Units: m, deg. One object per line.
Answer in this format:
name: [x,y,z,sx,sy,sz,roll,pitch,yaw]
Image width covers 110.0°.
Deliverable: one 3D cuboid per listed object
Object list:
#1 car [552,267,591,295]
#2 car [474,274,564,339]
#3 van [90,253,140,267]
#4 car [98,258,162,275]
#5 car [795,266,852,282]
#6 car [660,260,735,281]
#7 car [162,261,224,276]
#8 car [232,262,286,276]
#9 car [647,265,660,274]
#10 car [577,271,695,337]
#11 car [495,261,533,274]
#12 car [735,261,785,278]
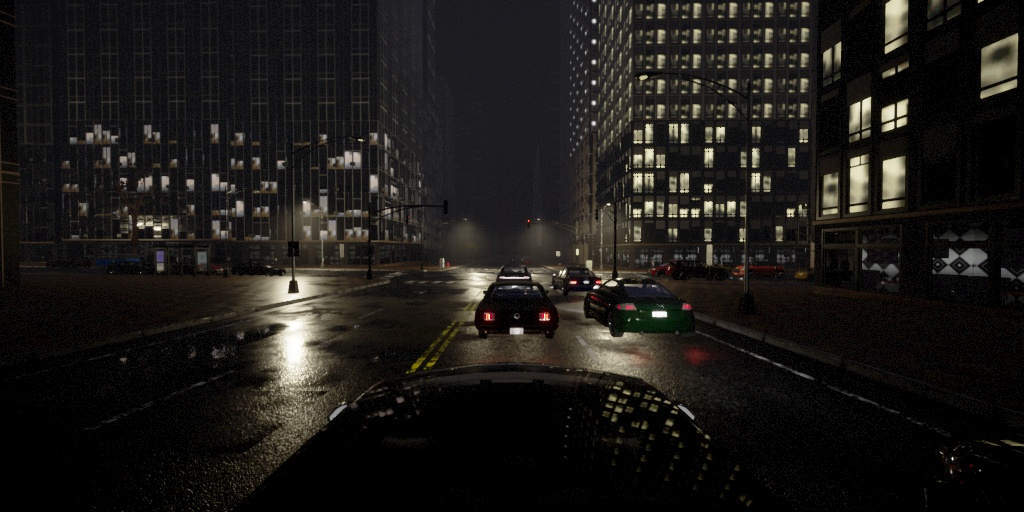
car: [3.402,1.288,19.487,2.033,1.411,5.357,0,0,-3]
car: [0.107,1.347,10.030,1.895,1.301,4.718,0,0,0]
van: [-45.248,0.604,41.187,3.998,1.789,1.690,0,0,1]
car: [-34.066,1.069,32.514,4.313,1.339,1.948,0,0,1]
car: [27.671,1.578,31.416,4.829,1.417,1.751,0,0,1]
car: [16.223,1.268,31.626,5.009,1.841,2.192,0,0,1]
car: [-28.385,1.137,32.335,4.207,1.307,1.802,0,0,1]
car: [-22.701,1.173,32.195,4.313,1.339,1.948,0,0,1]
car: [16.314,1.425,37.401,4.181,1.385,1.994,1,1,1]
car: [3.366,1.310,10.258,1.994,1.385,4.181,0,0,-1]
car: [0.116,1.232,19.286,2.128,1.511,4.902,0,0,0]
car: [25.512,1.294,37.230,4.553,1.767,2.097,1,1,1]
